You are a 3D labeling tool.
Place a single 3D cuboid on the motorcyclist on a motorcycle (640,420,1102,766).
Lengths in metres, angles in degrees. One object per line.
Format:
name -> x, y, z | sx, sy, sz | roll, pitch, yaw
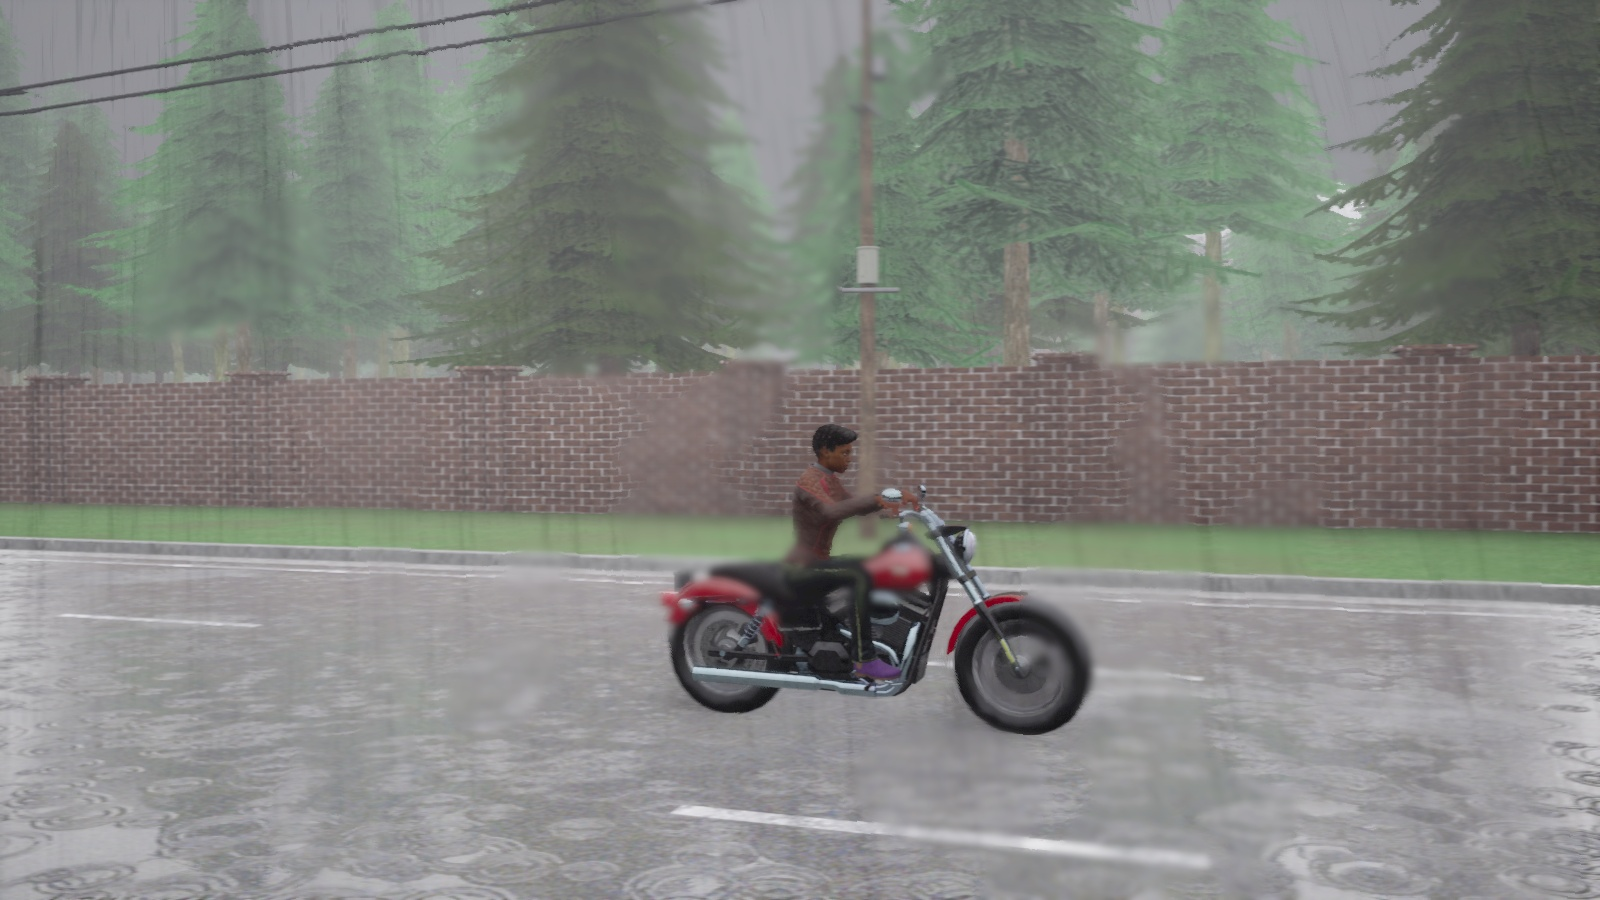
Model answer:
motorcyclist on a motorcycle -> 0.378, 0.671, 6.745 | 2.350, 1.649, 0.766 | 1, 1, 18
